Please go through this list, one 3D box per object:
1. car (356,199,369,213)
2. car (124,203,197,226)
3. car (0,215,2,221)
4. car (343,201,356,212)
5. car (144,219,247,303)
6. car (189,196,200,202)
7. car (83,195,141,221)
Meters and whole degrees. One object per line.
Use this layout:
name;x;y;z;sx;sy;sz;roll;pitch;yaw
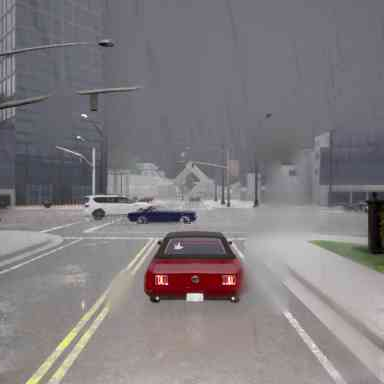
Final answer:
car;19.876;1.480;34.088;4.674;1.442;1.812;0;0;0
car;-2.000;1.616;23.208;4.718;1.301;1.895;0;0;0
car;-16.268;1.651;23.091;5.357;1.411;2.033;-1;0;0
car;19.372;1.520;37.583;4.181;1.385;1.994;0;0;-1
car;0.071;1.601;8.183;1.895;1.301;4.718;0;0;0
car;0.663;1.540;77.390;2.033;1.411;5.357;0;0;12
car;-6.072;1.258;27.421;5.566;2.045;2.150;-1;1;-14
